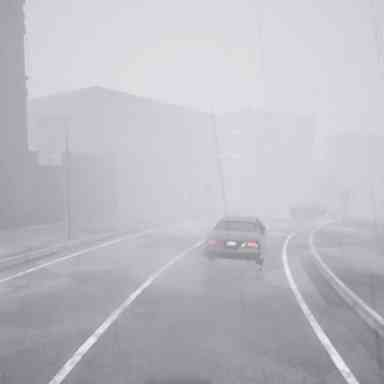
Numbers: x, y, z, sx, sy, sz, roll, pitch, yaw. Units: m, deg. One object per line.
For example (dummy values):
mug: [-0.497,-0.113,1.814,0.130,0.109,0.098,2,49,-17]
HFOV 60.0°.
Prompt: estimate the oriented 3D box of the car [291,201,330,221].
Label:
car: [10.413,1.694,29.631,1.882,1.535,5.008,3,1,37]

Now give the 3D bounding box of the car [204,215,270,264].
car: [1.763,1.561,12.123,2.033,1.411,5.357,1,0,14]

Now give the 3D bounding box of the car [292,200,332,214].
car: [14.282,1.754,39.256,5.357,1.411,2.033,2,2,-41]
